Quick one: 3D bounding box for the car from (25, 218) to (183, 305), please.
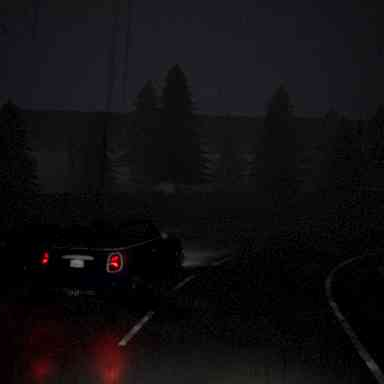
[{"bbox_3d":[-1.759,1.467,8.686,2.097,1.767,4.553,0,-1,14],"label":"car"}]

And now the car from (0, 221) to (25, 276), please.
[{"bbox_3d":[-5.311,1.664,9.845,1.837,1.490,4.892,-2,-1,20],"label":"car"}]
